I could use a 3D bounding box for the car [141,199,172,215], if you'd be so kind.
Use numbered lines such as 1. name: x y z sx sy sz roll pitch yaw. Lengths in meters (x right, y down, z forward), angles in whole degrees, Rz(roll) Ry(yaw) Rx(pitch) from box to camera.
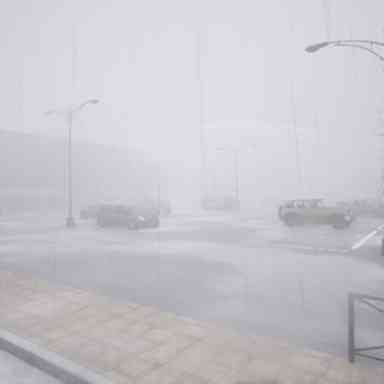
1. car: -4.398 1.561 34.003 5.027 1.636 2.152 -1 0 35

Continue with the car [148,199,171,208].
1. car: -6.080 2.122 62.170 1.994 1.385 4.181 -1 0 36

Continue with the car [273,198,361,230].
1. car: 7.967 1.343 21.389 4.605 1.855 1.932 -1 0 35

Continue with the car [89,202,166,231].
1. car: -4.212 1.636 21.515 4.514 1.523 2.007 -1 0 35

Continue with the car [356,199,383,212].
1. car: 21.567 1.559 39.266 3.633 1.501 1.845 -1 0 35

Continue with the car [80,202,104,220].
1. car: -7.845 1.636 28.580 3.806 1.475 1.970 -1 0 35

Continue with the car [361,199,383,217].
1. car: 15.753 1.537 31.139 4.514 1.523 2.007 -1 0 35

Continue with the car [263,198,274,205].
1. car: 15.207 1.784 62.129 3.633 1.501 1.845 -1 0 35

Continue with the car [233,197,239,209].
1. car: 4.345 1.509 47.050 4.605 1.855 1.932 -1 0 35

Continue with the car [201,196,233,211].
1. car: 3.001 1.484 44.441 3.866 1.878 1.905 -1 0 35

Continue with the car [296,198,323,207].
1. car: 19.537 1.726 55.406 3.806 1.475 1.970 -1 0 35
